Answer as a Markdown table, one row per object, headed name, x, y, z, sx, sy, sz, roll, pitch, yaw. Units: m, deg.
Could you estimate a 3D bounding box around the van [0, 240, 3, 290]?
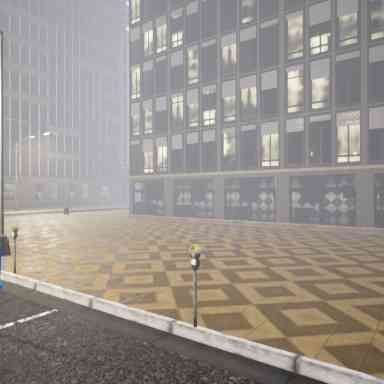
| name | x | y | z | sx | sy | sz | roll | pitch | yaw |
| --- | --- | --- | --- | --- | --- | --- | --- | --- | --- |
| van | -5.636 | 1.337 | 7.009 | 3.998 | 1.788 | 1.690 | 0 | 0 | 36 |
